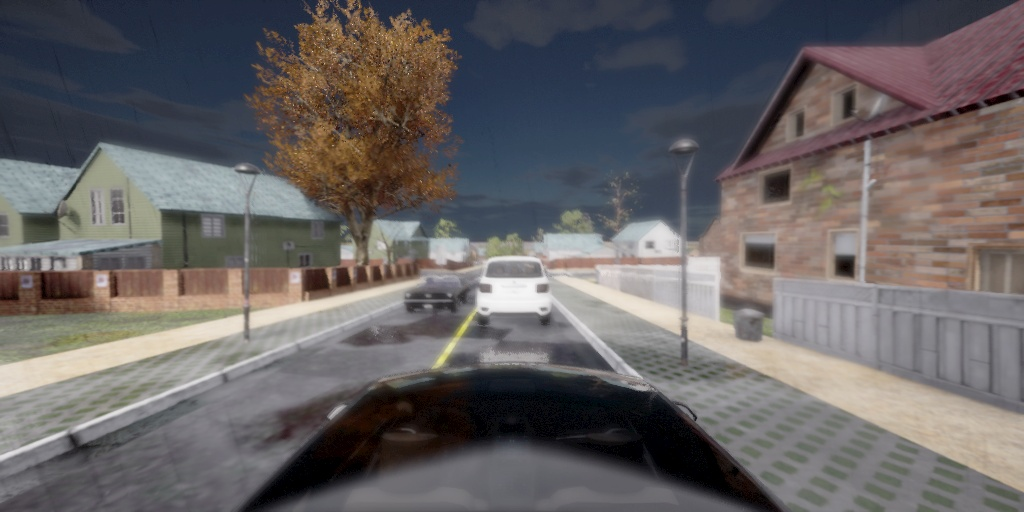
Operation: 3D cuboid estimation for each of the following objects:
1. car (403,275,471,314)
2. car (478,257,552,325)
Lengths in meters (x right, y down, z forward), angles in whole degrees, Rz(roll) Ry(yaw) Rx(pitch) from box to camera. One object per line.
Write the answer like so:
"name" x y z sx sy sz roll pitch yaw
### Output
"car" -2.848 1.452 14.492 1.895 1.301 4.718 0 0 0
"car" 0.082 1.058 12.326 2.150 2.045 5.566 0 0 0
